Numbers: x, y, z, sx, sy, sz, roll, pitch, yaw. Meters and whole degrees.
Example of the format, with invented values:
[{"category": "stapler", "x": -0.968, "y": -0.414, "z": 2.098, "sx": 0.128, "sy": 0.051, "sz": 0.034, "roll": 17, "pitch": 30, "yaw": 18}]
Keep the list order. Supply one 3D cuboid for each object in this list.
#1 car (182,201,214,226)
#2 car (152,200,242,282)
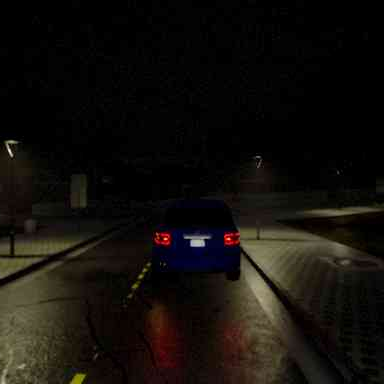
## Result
[{"category": "car", "x": 0.545, "y": 1.528, "z": 25.033, "sx": 1.882, "sy": 1.535, "sz": 5.008, "roll": 0, "pitch": 0, "yaw": 7}, {"category": "car", "x": 0.116, "y": 1.238, "z": 9.971, "sx": 2.150, "sy": 2.045, "sz": 5.566, "roll": 0, "pitch": 0, "yaw": 0}]
